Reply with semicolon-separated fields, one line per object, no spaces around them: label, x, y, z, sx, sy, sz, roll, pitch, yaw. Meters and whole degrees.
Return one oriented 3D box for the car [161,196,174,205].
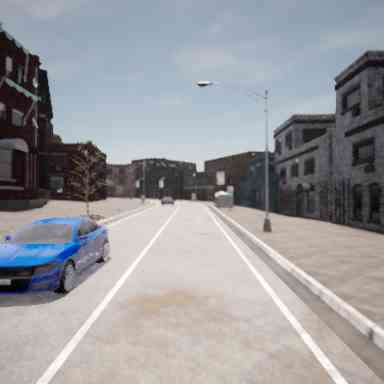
car;-3.842;1.380;52.822;1.994;1.385;4.181;0;0;-3

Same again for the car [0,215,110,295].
car;-3.600;1.447;8.874;1.882;1.535;5.008;0;0;0
